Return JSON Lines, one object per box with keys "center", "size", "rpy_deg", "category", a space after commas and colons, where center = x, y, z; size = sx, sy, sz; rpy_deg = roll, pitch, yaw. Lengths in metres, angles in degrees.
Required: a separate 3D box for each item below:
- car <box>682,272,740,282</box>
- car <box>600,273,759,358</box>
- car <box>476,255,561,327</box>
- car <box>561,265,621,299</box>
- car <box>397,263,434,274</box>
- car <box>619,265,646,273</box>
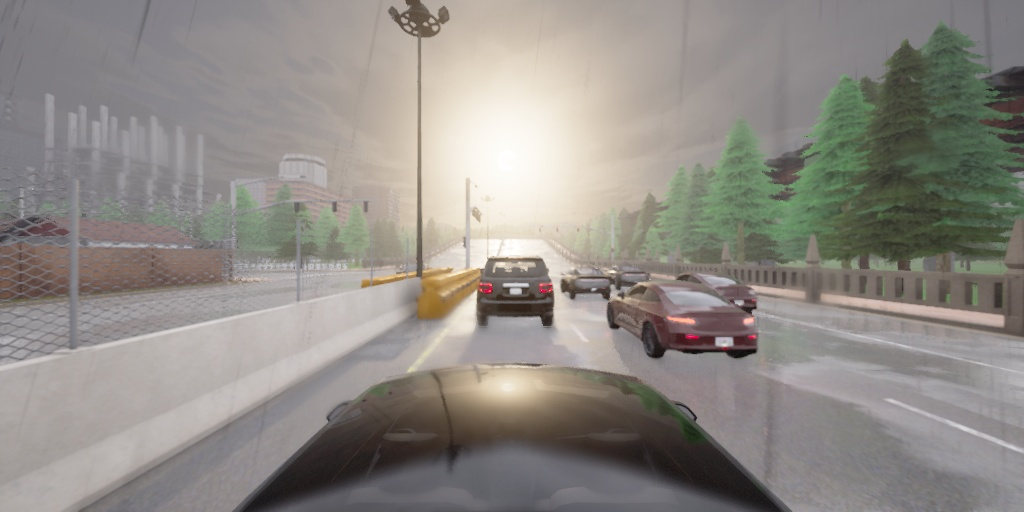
{"center": [7.088, 1.304, 13.499], "size": [1.812, 1.442, 4.674], "rpy_deg": [0, 0, 0], "category": "car"}
{"center": [3.602, 1.292, 8.379], "size": [1.812, 1.442, 4.674], "rpy_deg": [0, 0, 0], "category": "car"}
{"center": [0.097, 0.995, 11.780], "size": [2.150, 2.045, 5.566], "rpy_deg": [0, 0, 0], "category": "car"}
{"center": [3.599, 1.281, 18.200], "size": [2.128, 1.511, 4.902], "rpy_deg": [0, 0, 0], "category": "car"}
{"center": [-7.002, 1.291, 26.347], "size": [1.882, 1.535, 5.008], "rpy_deg": [0, 0, 0], "category": "car"}
{"center": [7.097, 1.292, 22.903], "size": [2.128, 1.511, 4.902], "rpy_deg": [0, 0, 0], "category": "car"}
